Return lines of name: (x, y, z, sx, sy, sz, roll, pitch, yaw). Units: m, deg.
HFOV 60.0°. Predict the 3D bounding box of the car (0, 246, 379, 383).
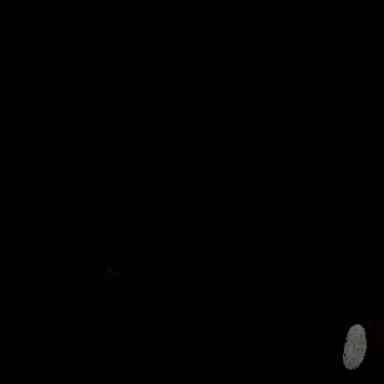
car: (0.324, 1.497, 4.076, 5.008, 1.535, 1.882, 0, 0, -35)
